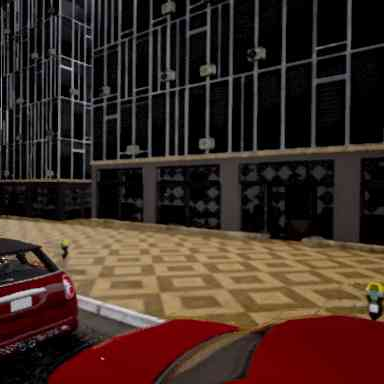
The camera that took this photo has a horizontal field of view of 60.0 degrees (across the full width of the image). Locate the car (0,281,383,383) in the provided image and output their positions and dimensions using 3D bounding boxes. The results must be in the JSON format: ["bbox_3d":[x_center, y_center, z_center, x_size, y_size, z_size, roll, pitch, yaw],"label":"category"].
[{"bbox_3d":[0.866,1.545,2.050,4.507,1.381,1.887,0,1,36],"label":"car"}]

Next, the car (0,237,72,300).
[{"bbox_3d":[-3.733,1.438,5.330,4.097,1.590,1.967,0,1,36],"label":"car"}]
